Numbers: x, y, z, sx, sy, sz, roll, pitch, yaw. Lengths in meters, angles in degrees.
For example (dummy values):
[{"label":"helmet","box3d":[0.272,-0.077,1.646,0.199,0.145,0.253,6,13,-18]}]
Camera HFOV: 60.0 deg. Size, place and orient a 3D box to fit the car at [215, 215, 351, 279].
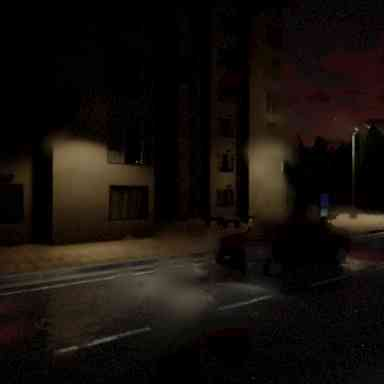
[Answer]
[{"label":"car","box3d":[2.978,1.521,10.425,5.008,1.535,1.882,1,0,-35]}]
